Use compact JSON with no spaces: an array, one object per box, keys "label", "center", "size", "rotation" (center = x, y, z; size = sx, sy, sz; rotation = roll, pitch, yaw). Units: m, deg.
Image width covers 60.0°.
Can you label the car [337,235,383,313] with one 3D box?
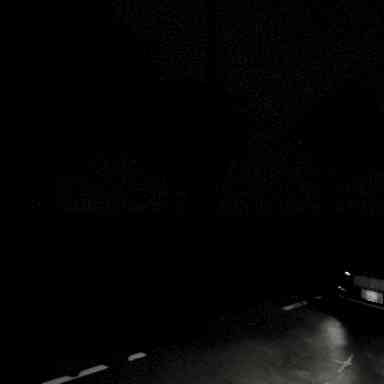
[{"label":"car","center":[5.020,1.523,7.140],"size":[4.902,1.511,2.128],"rotation":[0,0,-37]}]
